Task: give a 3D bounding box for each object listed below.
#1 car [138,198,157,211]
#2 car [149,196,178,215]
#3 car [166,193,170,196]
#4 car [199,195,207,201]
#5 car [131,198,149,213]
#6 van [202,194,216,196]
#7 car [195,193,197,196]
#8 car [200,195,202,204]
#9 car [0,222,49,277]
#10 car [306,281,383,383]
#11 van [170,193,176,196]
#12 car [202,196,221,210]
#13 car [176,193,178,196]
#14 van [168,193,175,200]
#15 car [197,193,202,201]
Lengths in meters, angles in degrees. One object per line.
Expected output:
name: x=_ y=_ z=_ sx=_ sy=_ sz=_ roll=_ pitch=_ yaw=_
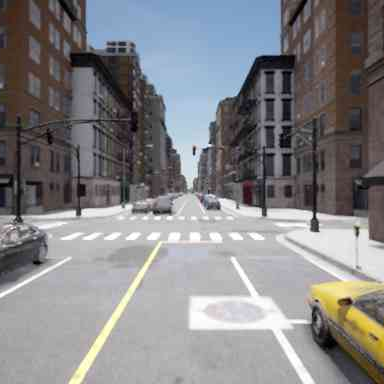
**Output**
car: x=-5.412 y=1.477 z=41.059 sx=1.752 sy=1.417 sz=4.829 roll=0 pitch=0 yaw=0
car: x=-2.799 y=1.481 z=33.311 sx=1.882 sy=1.535 sz=5.008 roll=0 pitch=1 yaw=1
car: x=-5.434 y=1.372 z=57.448 sx=1.967 sy=1.590 sz=4.097 roll=0 pitch=0 yaw=0
car: x=2.615 y=1.432 z=79.246 sx=1.752 sy=1.417 sz=4.829 roll=0 pitch=0 yaw=0
car: x=-5.405 y=1.509 z=35.823 sx=2.008 sy=1.369 sz=4.403 roll=0 pitch=0 yaw=0
van: x=2.621 y=1.286 z=46.640 sx=1.690 sy=1.788 sz=3.998 roll=0 pitch=0 yaw=0
car: x=2.613 y=1.433 z=95.296 sx=1.887 sy=1.381 sz=4.507 roll=0 pitch=0 yaw=0
car: x=2.620 y=1.521 z=52.046 sx=1.802 sy=1.307 sz=4.206 roll=0 pitch=0 yaw=0
car: x=-5.392 y=1.541 z=8.947 sx=2.008 sy=1.369 sz=4.403 roll=0 pitch=0 yaw=0
car: x=2.636 y=1.522 z=3.440 sx=1.752 sy=1.417 sz=4.829 roll=0 pitch=0 yaw=0
van: x=-5.464 y=1.248 z=79.072 sx=1.690 sy=1.788 sz=3.998 roll=0 pitch=0 yaw=0
car: x=2.622 y=1.502 z=41.234 sx=2.008 sy=1.369 sz=4.403 roll=0 pitch=0 yaw=0
car: x=-5.471 y=1.216 z=84.478 sx=2.192 sy=1.841 sz=5.009 roll=0 pitch=0 yaw=0
van: x=-5.478 y=1.236 z=89.885 sx=1.690 sy=1.788 sz=3.998 roll=0 pitch=0 yaw=0
car: x=2.618 y=1.241 z=62.858 sx=2.192 sy=1.841 sz=5.009 roll=0 pitch=0 yaw=0
